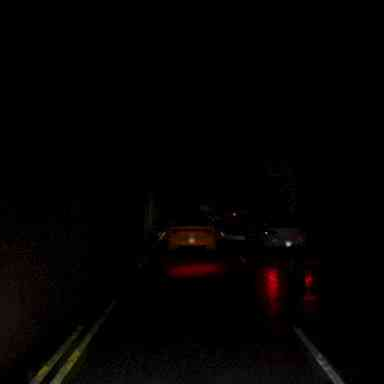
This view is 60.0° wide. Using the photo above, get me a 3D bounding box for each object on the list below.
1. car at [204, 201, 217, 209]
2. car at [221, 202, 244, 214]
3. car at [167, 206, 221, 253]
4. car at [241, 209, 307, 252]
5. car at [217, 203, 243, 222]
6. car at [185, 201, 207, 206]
[{"bbox_3d":[1.957,1.866,42.744,1.882,1.535,5.008,0,0,20],"label":"car"},{"bbox_3d":[5.129,1.976,41.295,1.895,1.301,4.718,0,-1,19],"label":"car"},{"bbox_3d":[0.001,1.610,14.460,1.882,1.535,5.008,0,0,0],"label":"car"},{"bbox_3d":[3.500,1.657,14.359,1.812,1.442,4.674,0,0,0],"label":"car"},{"bbox_3d":[3.520,1.831,29.306,1.994,1.385,4.181,0,0,1],"label":"car"},{"bbox_3d":[-0.002,1.811,28.978,2.033,1.411,5.357,0,0,0],"label":"car"}]
